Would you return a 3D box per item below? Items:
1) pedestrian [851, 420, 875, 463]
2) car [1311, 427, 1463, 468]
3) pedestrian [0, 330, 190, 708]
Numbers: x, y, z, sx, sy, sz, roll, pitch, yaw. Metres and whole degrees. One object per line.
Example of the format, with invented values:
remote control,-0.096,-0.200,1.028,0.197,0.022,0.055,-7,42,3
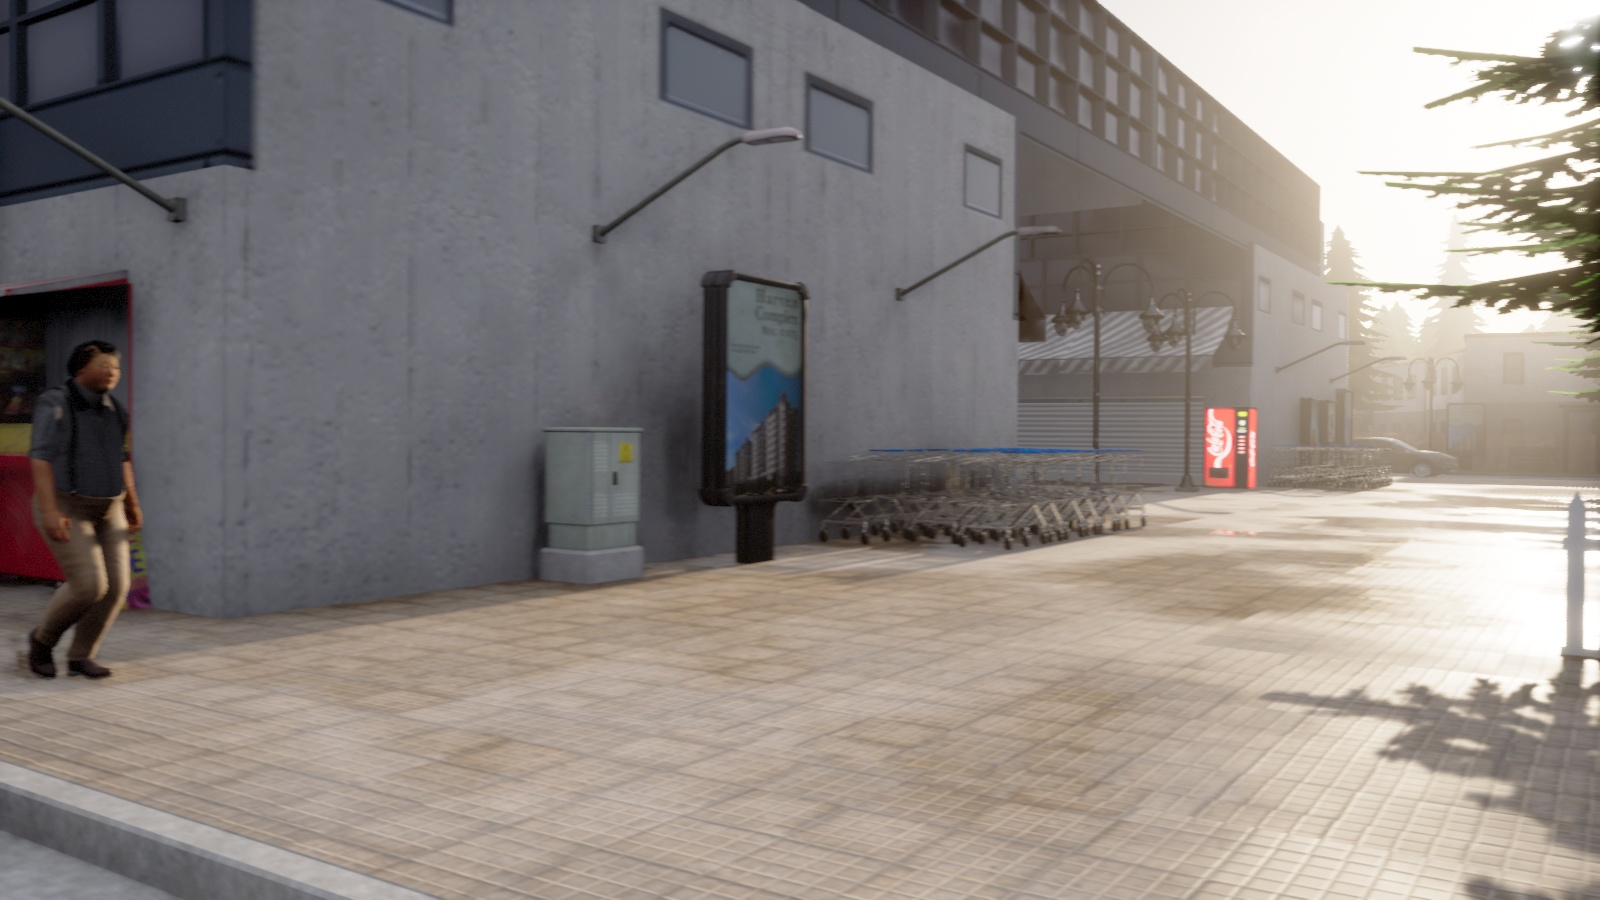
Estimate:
pedestrian,2.766,-0.388,55.311,0.849,1.883,0.563,0,1,38
car,21.890,-0.103,46.912,4.892,1.490,1.837,0,1,35
pedestrian,-3.656,0.336,6.501,0.694,1.848,0.540,0,1,21
